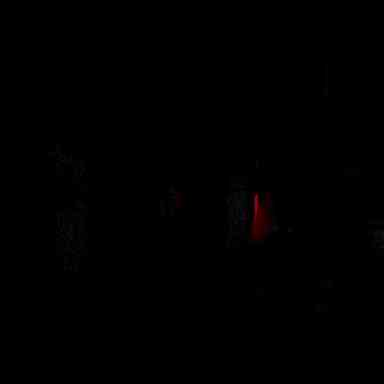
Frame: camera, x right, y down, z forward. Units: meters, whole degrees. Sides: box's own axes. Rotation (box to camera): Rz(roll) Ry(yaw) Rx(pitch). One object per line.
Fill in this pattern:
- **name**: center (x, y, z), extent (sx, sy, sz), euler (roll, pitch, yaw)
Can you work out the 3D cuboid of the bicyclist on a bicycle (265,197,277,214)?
- **bicyclist on a bicycle**: center (7.662, 1.339, 32.311), extent (1.656, 1.620, 0.582), euler (0, 0, -36)
